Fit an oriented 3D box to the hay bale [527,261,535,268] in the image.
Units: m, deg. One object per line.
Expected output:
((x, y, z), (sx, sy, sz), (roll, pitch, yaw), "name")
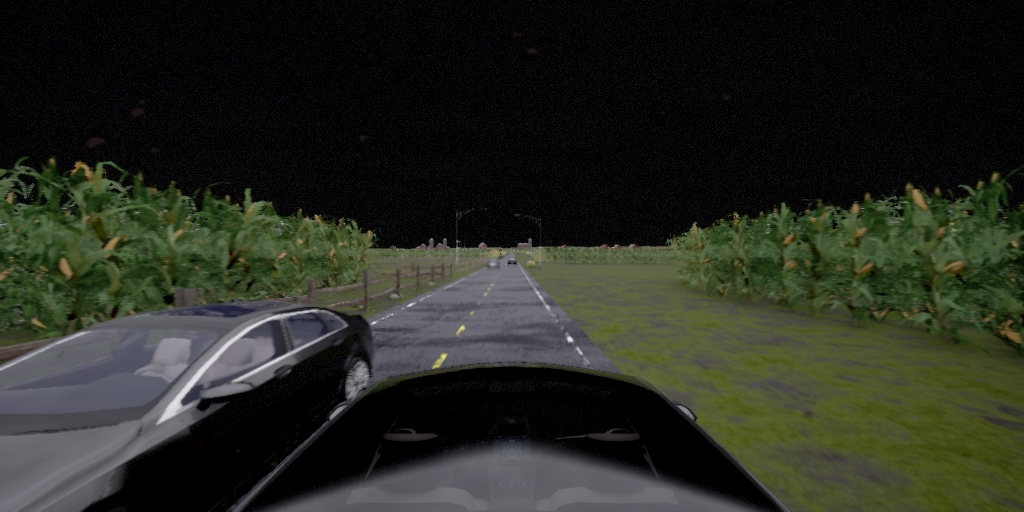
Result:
((3.168, 1.332, 59.549), (1.220, 1.180, 1.240), (0, 0, 0), "hay bale")

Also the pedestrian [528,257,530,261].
((2.870, 0.973, 60.654), (0.375, 1.860, 0.375), (-1, 1, -1), "pedestrian")

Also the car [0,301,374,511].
((-2.847, 1.240, 3.141), (2.128, 1.511, 4.902), (0, 0, 0), "car")

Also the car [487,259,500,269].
((-2.764, 1.177, 54.317), (2.128, 1.511, 4.902), (0, 0, 1), "car")
